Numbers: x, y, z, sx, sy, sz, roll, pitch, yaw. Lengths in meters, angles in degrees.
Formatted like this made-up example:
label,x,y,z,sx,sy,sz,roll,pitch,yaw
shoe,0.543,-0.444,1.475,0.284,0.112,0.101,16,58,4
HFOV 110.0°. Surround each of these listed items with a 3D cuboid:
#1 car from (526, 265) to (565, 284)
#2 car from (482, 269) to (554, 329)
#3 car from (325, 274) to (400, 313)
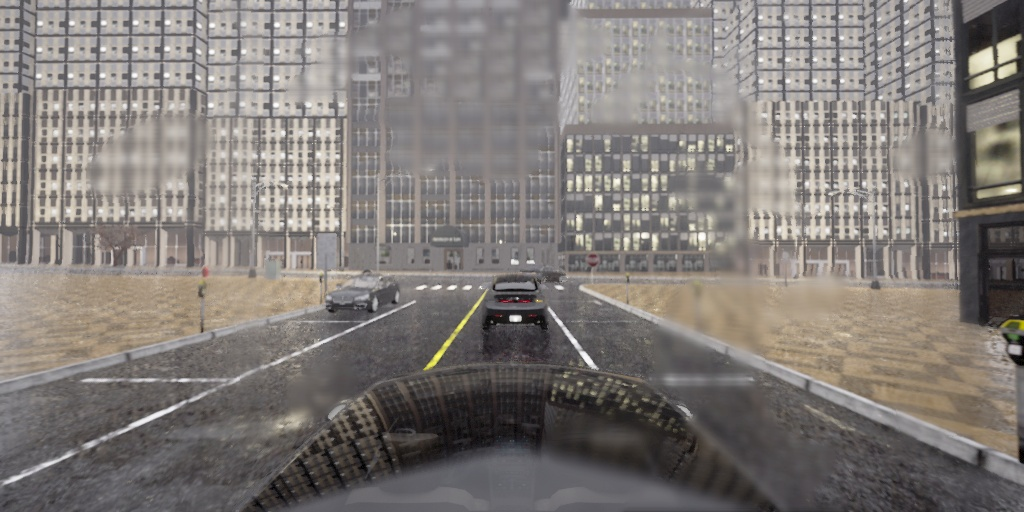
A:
label,x,y,z,sx,sy,sz,roll,pitch,yaw
car,2.387,1.464,27.553,2.128,1.511,4.902,-1,-1,35
car,0.085,1.340,11.565,1.837,1.490,4.892,0,0,0
car,-5.839,1.409,14.493,2.007,1.370,4.403,0,0,0
